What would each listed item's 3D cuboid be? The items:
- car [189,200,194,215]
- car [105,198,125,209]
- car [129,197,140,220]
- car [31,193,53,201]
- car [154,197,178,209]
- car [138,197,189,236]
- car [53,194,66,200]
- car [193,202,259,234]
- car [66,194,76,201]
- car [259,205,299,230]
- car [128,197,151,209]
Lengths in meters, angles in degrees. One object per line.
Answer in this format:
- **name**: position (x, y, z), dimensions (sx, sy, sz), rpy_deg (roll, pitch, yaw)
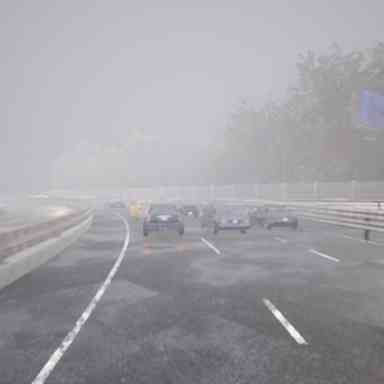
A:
- **car**: position (-0.837, 1.479, 29.614), dimensions (1.837, 1.490, 4.892), rpy_deg (0, 0, -17)
- **car**: position (-10.318, 1.541, 44.762), dimensions (1.812, 1.442, 4.674), rpy_deg (0, 0, -25)
- **car**: position (-4.116, 1.473, 28.366), dimensions (1.882, 1.535, 5.008), rpy_deg (0, 0, -17)
- **car**: position (-36.100, 1.177, 79.114), dimensions (5.566, 2.045, 2.150), rpy_deg (0, 0, 39)
- **car**: position (-3.758, 1.499, 47.242), dimensions (1.812, 1.442, 4.674), rpy_deg (0, 0, -25)
- **car**: position (-1.748, 1.343, 18.485), dimensions (2.097, 1.767, 4.553), rpy_deg (0, 0, -11)
- **car**: position (-33.750, 1.459, 81.711), dimensions (4.674, 1.442, 1.812), rpy_deg (0, 0, 39)
- **car**: position (1.700, 1.517, 19.044), dimensions (2.033, 1.411, 5.357), rpy_deg (0, 0, -11)
- **car**: position (-31.403, 1.273, 84.309), dimensions (4.553, 1.767, 2.097), rpy_deg (0, 0, 39)
- **car**: position (4.930, 1.512, 20.851), dimensions (1.994, 1.385, 4.181), rpy_deg (0, 0, -11)
- **car**: position (-7.416, 1.474, 46.807), dimensions (1.882, 1.535, 5.008), rpy_deg (0, 0, -25)
